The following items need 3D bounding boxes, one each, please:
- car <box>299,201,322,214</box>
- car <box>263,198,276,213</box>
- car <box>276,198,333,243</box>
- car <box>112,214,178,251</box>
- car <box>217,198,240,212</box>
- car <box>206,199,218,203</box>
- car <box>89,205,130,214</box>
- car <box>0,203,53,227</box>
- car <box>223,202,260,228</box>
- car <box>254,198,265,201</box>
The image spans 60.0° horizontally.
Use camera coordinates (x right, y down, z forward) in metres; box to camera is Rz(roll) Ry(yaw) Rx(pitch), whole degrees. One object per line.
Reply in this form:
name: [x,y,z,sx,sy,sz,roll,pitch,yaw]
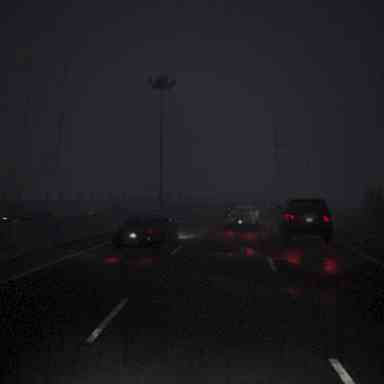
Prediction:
car: [13.954,1.762,39.129,1.994,1.385,4.181,0,0,28]
car: [10.516,1.758,40.225,2.033,1.411,5.357,0,0,28]
car: [5.645,1.311,16.976,2.150,2.045,5.566,0,0,12]
car: [-1.890,1.632,14.538,1.994,1.385,4.181,0,0,9]
car: [4.922,1.743,36.813,2.033,1.411,5.357,0,0,25]
car: [4.306,1.977,63.057,1.994,1.385,4.181,-1,-1,37]
car: [-6.373,1.737,27.021,1.895,1.301,4.718,0,0,17]
car: [-11.301,1.590,21.933,2.128,1.511,4.902,0,0,14]
car: [3.618,1.643,22.964,1.812,1.442,4.674,0,0,15]
car: [12.996,1.888,62.705,1.837,1.490,4.892,-1,-1,40]
